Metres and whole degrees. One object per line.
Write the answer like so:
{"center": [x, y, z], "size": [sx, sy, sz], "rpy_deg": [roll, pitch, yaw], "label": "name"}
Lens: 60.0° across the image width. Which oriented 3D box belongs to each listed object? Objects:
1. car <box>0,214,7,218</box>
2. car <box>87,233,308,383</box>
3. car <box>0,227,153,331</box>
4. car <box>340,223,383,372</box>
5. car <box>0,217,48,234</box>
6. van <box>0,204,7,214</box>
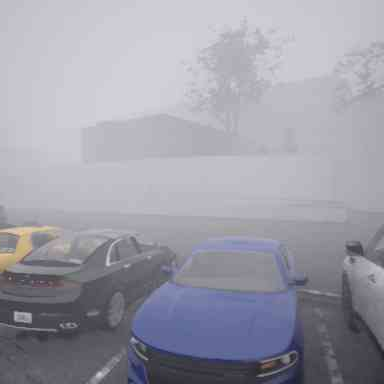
{"center": [-6.582, 1.624, 10.524], "size": [2.163, 1.488, 4.792], "rpy_deg": [-1, -1, 15], "label": "car"}
{"center": [0.702, 1.511, 5.303], "size": [2.097, 1.535, 5.008], "rpy_deg": [0, -1, 16], "label": "car"}
{"center": [-1.735, 1.539, 7.027], "size": [2.231, 1.521, 4.892], "rpy_deg": [0, -1, 15], "label": "car"}
{"center": [3.128, 1.236, 3.602], "size": [2.435, 2.045, 5.566], "rpy_deg": [0, -1, 15], "label": "car"}
{"center": [-4.111, 1.565, 8.943], "size": [1.946, 1.575, 5.366], "rpy_deg": [-1, -1, 15], "label": "car"}
{"center": [-9.043, 1.396, 12.118], "size": [1.878, 1.987, 4.442], "rpy_deg": [0, -1, 16], "label": "van"}
